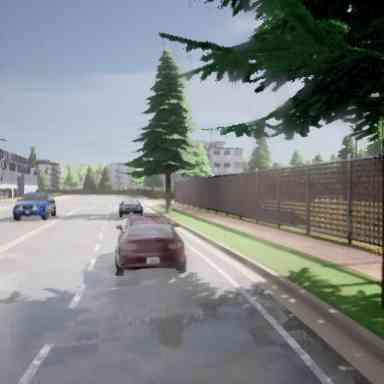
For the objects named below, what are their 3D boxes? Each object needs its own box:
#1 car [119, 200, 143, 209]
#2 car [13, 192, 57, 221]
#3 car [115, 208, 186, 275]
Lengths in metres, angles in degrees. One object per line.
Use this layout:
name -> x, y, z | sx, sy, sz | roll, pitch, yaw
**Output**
car -> -5.212, 1.344, 28.128 | 1.895, 1.301, 4.718 | 0, 1, -13
car -> -11.939, 1.037, 25.648 | 2.150, 2.045, 5.566 | 0, 0, -12
car -> -1.318, 1.429, 10.105 | 1.812, 1.442, 4.674 | 0, 1, -10
